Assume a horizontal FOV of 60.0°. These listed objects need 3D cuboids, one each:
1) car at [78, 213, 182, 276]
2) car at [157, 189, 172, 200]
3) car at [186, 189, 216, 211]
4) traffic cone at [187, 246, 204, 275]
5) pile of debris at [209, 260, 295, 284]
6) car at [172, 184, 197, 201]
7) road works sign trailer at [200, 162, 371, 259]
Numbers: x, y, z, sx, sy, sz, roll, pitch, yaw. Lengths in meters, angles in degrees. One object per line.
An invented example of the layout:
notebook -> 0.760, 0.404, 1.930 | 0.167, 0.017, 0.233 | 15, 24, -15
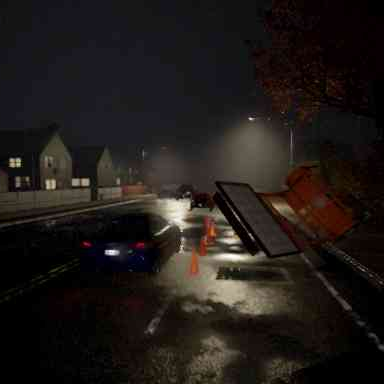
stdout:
car -> -1.543, 1.295, 9.589 | 1.994, 1.385, 4.181 | 0, 2, 8
car -> -3.334, 0.254, 45.140 | 2.033, 1.411, 5.357 | 0, 2, 8
car -> 0.938, 0.731, 27.350 | 1.812, 1.442, 4.674 | 0, 2, 8
traffic cone -> 0.056, 1.716, 8.243 | 0.340, 0.580, 0.340 | 0, 2, 8
pile of debris -> 1.411, 1.916, 8.072 | 1.860, 0.140, 1.500 | 0, 1, 8
car -> -0.598, 0.030, 41.250 | 2.150, 2.045, 5.566 | 0, 1, 8
road works sign trailer -> 2.281, 0.813, 9.037 | 3.560, 2.880, 2.380 | 3, 43, -42
